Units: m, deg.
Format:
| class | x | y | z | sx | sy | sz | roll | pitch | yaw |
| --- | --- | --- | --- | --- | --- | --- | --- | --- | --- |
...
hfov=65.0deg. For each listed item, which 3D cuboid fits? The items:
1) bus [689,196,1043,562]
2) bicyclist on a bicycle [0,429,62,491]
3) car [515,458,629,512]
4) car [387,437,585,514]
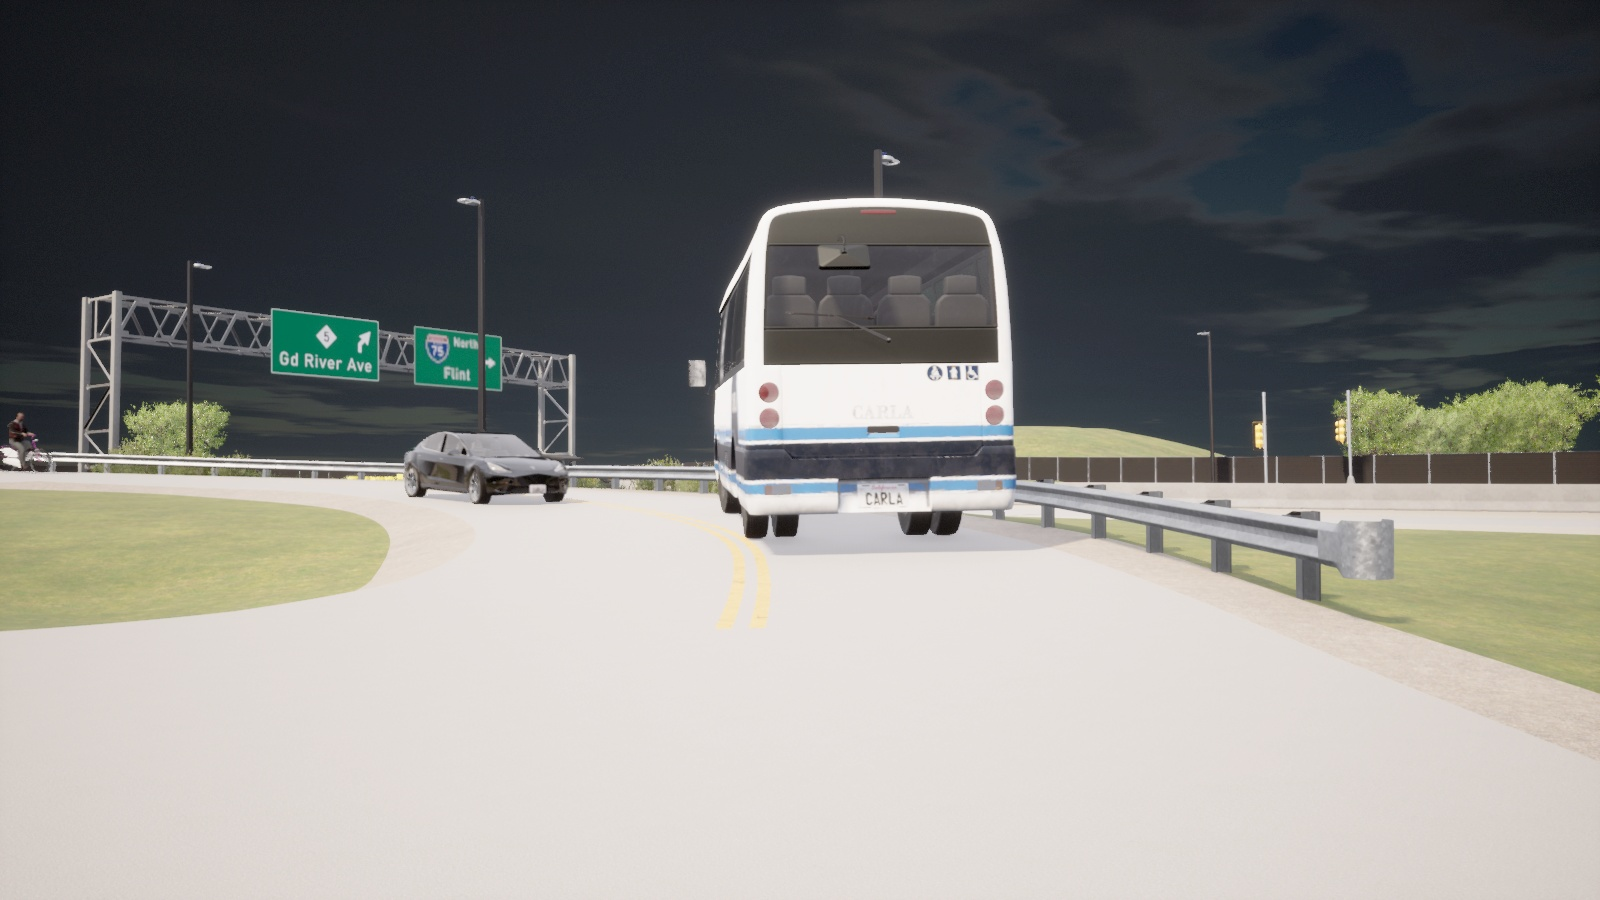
| class | x | y | z | sx | sy | sz | roll | pitch | yaw |
| --- | --- | --- | --- | --- | --- | --- | --- | --- | --- |
| bus | 0.369 | -0.950 | 20.124 | 3.944 | 4.253 | 10.273 | -2 | 1 | -6 |
| bicyclist on a bicycle | -22.439 | 0.290 | 36.385 | 1.843 | 1.776 | 0.659 | 0 | -1 | 12 |
| car | -8.306 | 1.294 | 45.648 | 3.866 | 1.878 | 1.905 | -2 | -2 | 35 |
| car | -6.830 | 0.480 | 26.989 | 2.163 | 1.488 | 4.792 | -1 | 1 | -41 |
